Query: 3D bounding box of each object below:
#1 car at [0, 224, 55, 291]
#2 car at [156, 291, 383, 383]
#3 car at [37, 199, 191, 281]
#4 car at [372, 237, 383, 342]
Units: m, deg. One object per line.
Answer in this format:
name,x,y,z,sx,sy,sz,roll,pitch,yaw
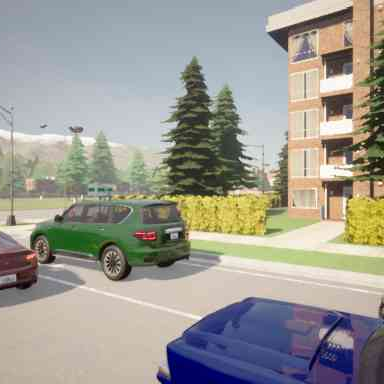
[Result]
car,-5.432,1.526,7.810,4.674,1.442,1.812,0,0,36
car,2.009,1.601,2.563,4.718,1.301,1.895,0,0,35
car,-2.628,1.221,10.103,5.566,2.045,2.150,0,0,36
car,5.044,1.564,4.698,4.181,1.385,1.994,0,0,35
